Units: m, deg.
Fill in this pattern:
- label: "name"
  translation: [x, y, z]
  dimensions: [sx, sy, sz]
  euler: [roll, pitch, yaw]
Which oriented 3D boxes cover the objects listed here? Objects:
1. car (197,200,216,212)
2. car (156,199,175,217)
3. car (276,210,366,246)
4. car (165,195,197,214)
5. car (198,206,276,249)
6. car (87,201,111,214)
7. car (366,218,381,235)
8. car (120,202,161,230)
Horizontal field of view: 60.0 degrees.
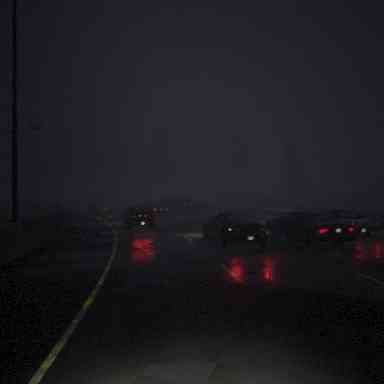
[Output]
- label: "car"
  translation: [0.931, 1.630, 38.776]
  dimensions: [1.882, 1.535, 5.008]
  euler: [0, 0, -26]
- label: "car"
  translation: [-3.897, 1.694, 32.951]
  dimensions: [2.033, 1.411, 5.357]
  euler: [0, 0, -25]
- label: "car"
  translation: [5.300, 1.592, 15.651]
  dimensions: [2.033, 1.411, 5.357]
  euler: [0, 0, -12]
- label: "car"
  translation: [-1.888, 1.376, 36.777]
  dimensions: [2.150, 2.045, 5.566]
  euler: [0, 0, -26]
- label: "car"
  translation: [1.794, 1.580, 14.926]
  dimensions: [1.812, 1.442, 4.674]
  euler: [0, 0, -11]
- label: "car"
  translation: [-10.897, 1.720, 38.694]
  dimensions: [1.812, 1.442, 4.674]
  euler: [0, 0, -30]
- label: "car"
  translation: [8.122, 1.648, 18.822]
  dimensions: [1.895, 1.301, 4.718]
  euler: [0, 0, -12]
- label: "car"
  translation: [-3.567, 1.606, 21.961]
  dimensions: [1.837, 1.490, 4.892]
  euler: [0, 0, -16]
